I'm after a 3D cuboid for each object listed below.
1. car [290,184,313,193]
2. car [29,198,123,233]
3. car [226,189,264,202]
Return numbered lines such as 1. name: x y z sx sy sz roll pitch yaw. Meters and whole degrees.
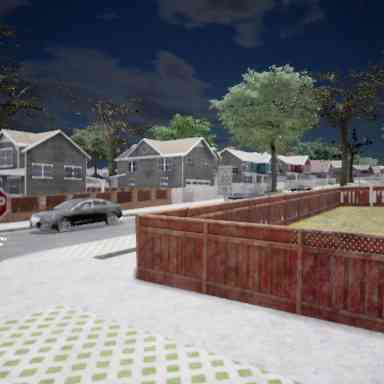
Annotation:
1. car: 15.186 -0.410 45.986 1.895 1.301 4.718 0 3 36
2. car: -5.819 1.106 17.220 2.128 1.511 4.902 0 2 36
3. car: 5.270 0.371 32.496 2.033 1.411 5.357 0 3 36
